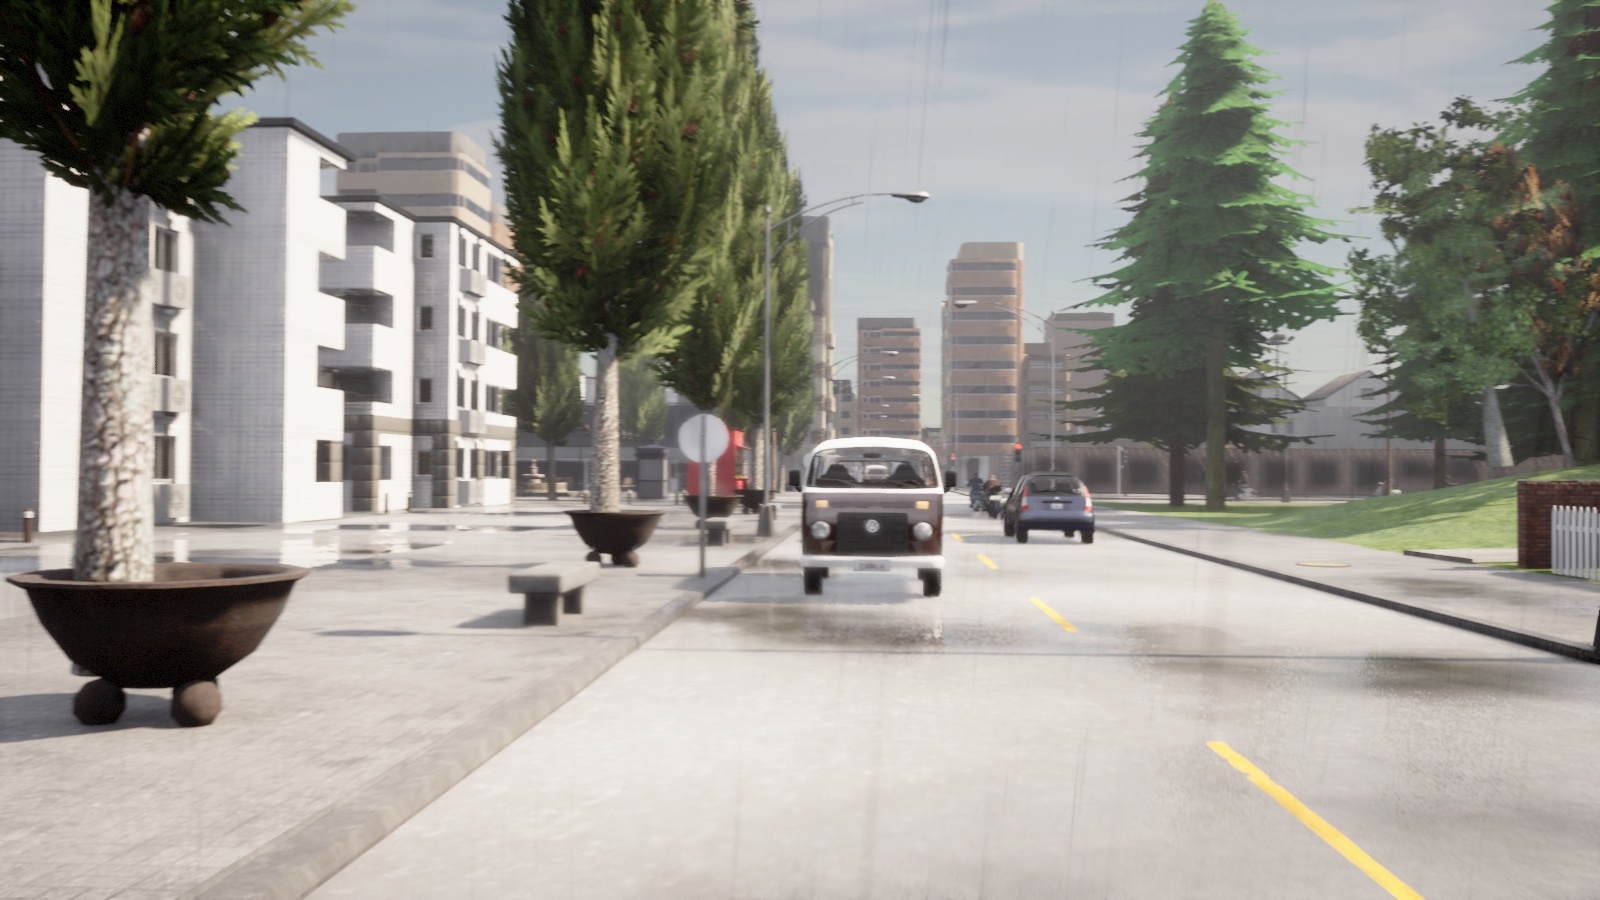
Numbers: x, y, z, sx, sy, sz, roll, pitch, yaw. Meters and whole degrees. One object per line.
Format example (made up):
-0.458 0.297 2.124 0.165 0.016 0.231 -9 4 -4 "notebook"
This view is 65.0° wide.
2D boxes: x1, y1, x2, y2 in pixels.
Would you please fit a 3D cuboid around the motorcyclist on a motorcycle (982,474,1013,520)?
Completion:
6.783 1.585 43.184 0.866 1.530 2.191 0 -1 4 "motorcyclist on a motorcycle"

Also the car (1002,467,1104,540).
5.891 1.215 29.655 1.851 1.617 3.988 0 -1 4 "car"

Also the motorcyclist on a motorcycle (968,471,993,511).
7.224 1.625 50.249 0.866 1.590 1.817 0 -1 4 "motorcyclist on a motorcycle"

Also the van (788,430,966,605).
1.042 0.830 16.944 2.069 2.038 4.480 0 -1 4 "van"
